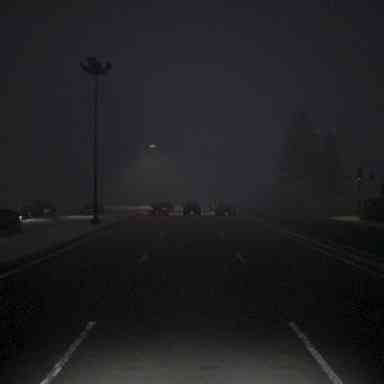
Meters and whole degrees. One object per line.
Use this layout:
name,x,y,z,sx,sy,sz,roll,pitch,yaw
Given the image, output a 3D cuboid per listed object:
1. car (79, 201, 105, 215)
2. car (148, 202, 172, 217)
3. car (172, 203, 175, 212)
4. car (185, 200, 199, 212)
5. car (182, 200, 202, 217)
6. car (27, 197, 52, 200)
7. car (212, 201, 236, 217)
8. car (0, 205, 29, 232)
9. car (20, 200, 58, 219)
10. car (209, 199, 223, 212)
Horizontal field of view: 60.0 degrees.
car,-11.514,1.873,38.566,1.837,1.490,4.892,0,-1,0
car,-3.500,1.865,35.789,1.812,1.442,4.674,0,-1,0
car,-3.497,2.000,45.947,1.994,1.385,4.181,0,0,0
car,0.001,1.940,45.885,1.837,1.490,4.892,0,0,0
car,0.000,1.841,35.372,1.837,1.490,4.892,0,-1,0
car,-18.501,1.583,39.766,2.150,2.045,5.566,0,-1,0
car,3.500,1.941,35.818,1.895,1.301,4.718,0,-1,0
car,-11.565,1.685,18.915,1.837,1.490,4.892,0,-1,0
car,-15.060,1.822,33.248,1.837,1.490,4.892,0,-1,0
car,3.501,1.786,45.764,2.097,1.767,4.553,0,-1,0
